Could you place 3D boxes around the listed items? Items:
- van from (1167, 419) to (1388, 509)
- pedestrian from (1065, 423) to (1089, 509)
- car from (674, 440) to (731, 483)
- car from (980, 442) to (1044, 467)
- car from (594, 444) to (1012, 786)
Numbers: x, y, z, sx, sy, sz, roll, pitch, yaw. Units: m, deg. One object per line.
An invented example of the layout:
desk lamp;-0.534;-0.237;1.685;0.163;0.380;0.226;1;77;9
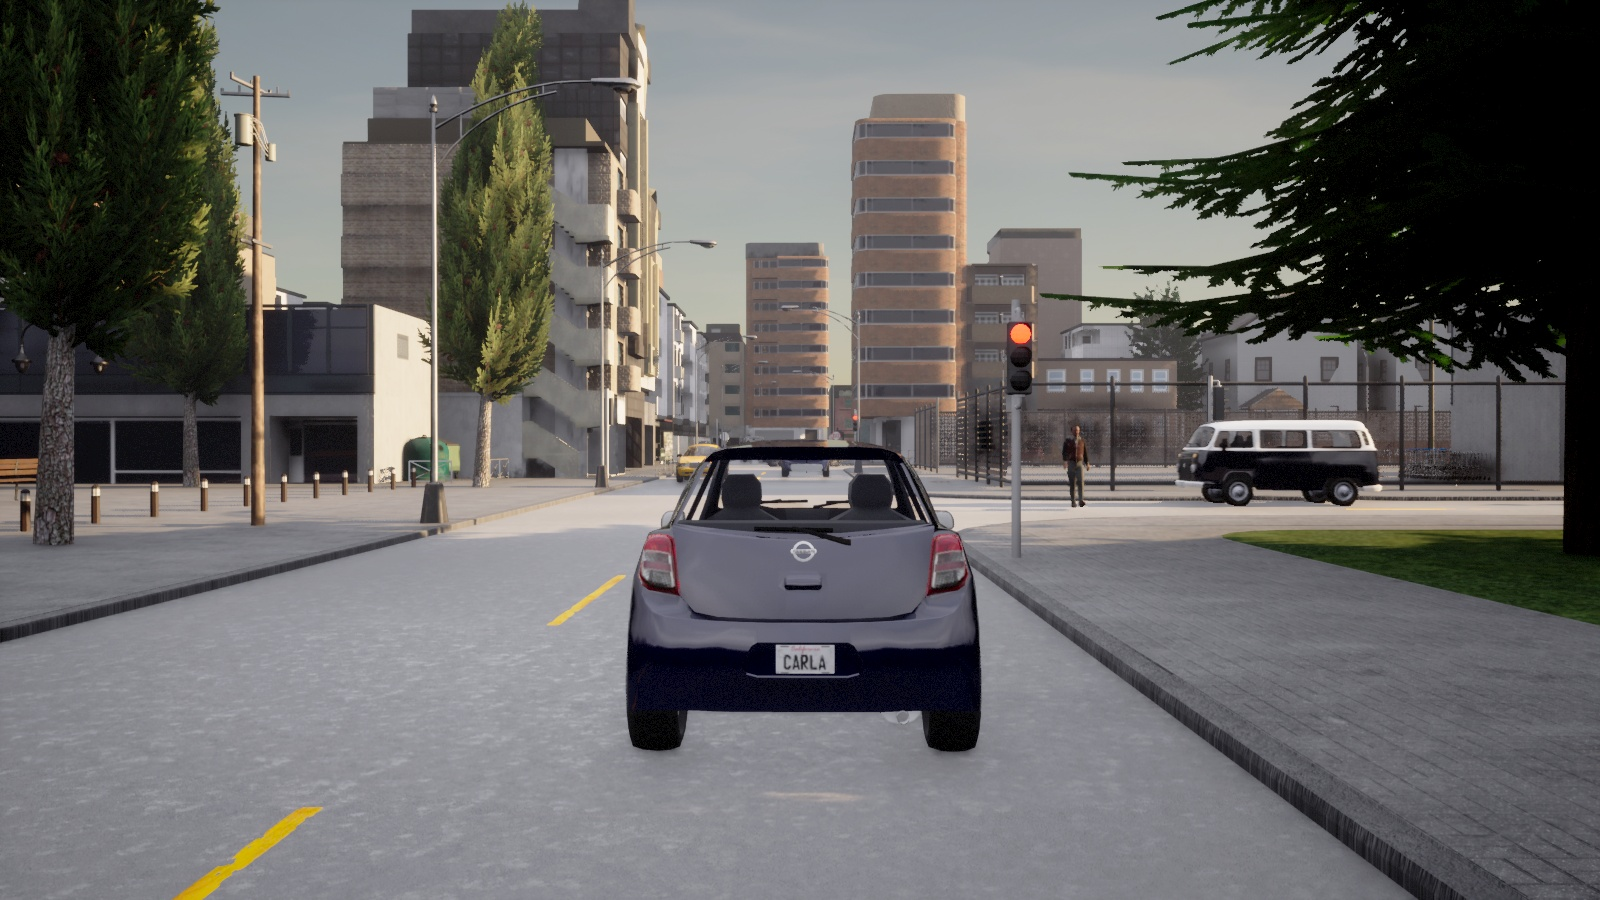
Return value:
van;11.333;0.313;30.038;4.480;2.038;2.069;0;0;0
pedestrian;6.065;0.349;27.496;0.376;1.854;0.720;0;0;0
car;-3.769;0.404;49.318;1.801;1.575;5.366;0;0;0
car;13.376;0.288;79.344;3.705;1.549;1.789;0;0;0
car;0.036;0.719;7.361;1.845;1.501;3.633;0;0;1
